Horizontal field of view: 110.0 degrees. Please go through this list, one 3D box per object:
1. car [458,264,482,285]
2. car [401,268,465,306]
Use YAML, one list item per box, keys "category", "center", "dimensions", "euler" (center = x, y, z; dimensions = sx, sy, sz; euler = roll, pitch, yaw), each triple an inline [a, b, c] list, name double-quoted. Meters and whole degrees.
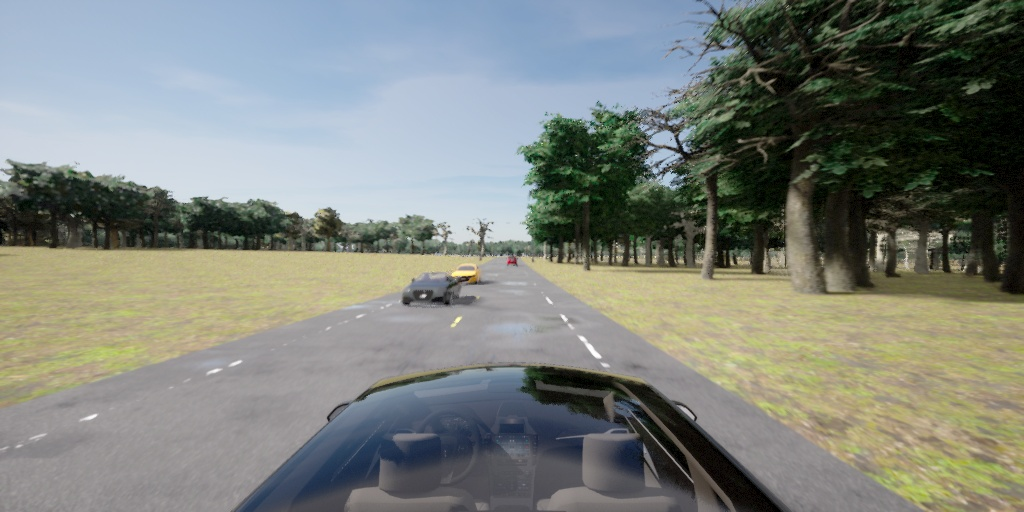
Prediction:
- category: "car"
  center: [-3.525, 1.386, 28.677]
  dimensions: [1.882, 1.535, 5.008]
  euler: [0, 1, 0]
- category: "car"
  center: [-3.528, 1.419, 16.277]
  dimensions: [1.994, 1.385, 4.181]
  euler: [0, 0, 0]
